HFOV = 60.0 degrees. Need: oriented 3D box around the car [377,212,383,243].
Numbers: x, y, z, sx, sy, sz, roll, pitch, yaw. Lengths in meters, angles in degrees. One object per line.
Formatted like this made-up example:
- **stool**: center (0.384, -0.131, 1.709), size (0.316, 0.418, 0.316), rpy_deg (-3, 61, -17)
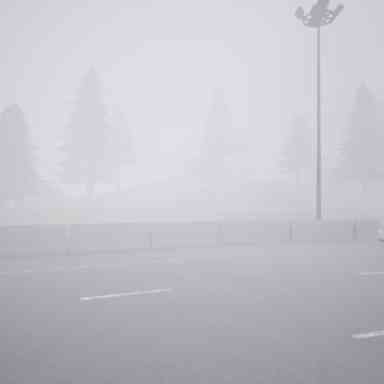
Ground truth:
- **car**: center (9.460, 1.231, 11.634), size (5.566, 2.045, 2.150), rpy_deg (0, -1, -6)
